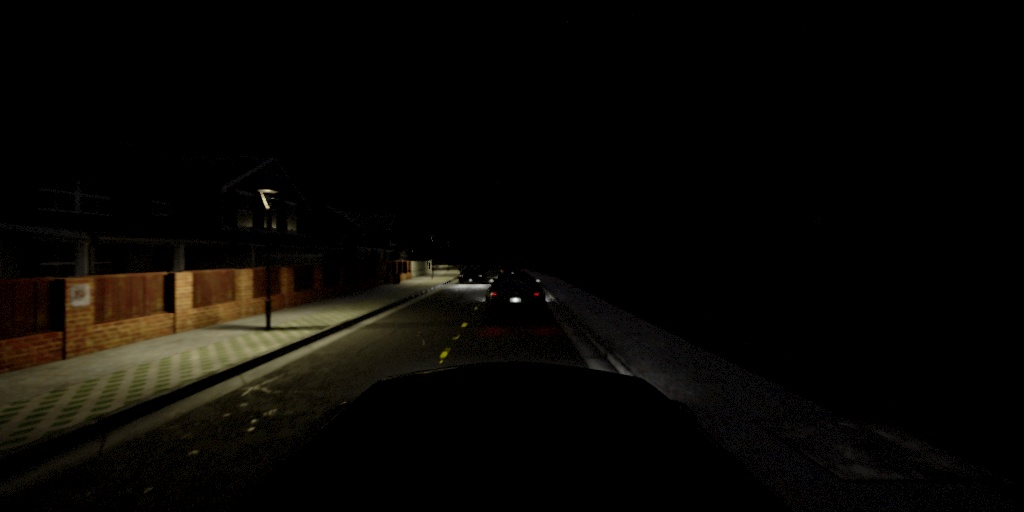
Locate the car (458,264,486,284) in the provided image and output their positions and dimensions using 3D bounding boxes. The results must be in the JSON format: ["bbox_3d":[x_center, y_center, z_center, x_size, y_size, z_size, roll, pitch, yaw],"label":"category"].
[{"bbox_3d":[-2.897,1.288,27.486,2.033,1.411,5.357,0,0,-1],"label":"car"}]

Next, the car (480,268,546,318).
[{"bbox_3d":[0.105,1.310,12.929,1.994,1.385,4.181,0,0,0],"label":"car"}]

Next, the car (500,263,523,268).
[{"bbox_3d":[-0.049,1.303,29.889,1.994,1.385,4.181,0,0,-2],"label":"car"}]
